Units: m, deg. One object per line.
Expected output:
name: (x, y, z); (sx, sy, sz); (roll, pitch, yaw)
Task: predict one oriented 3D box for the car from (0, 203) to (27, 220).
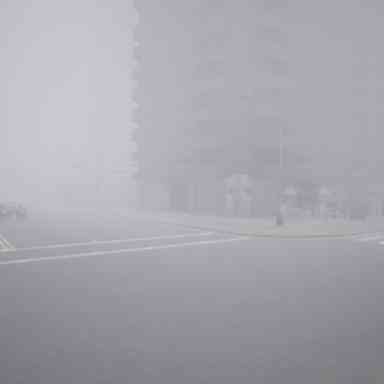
car: (-14.743, 1.525, 26.928); (1.895, 1.301, 4.718); (0, 0, -36)
